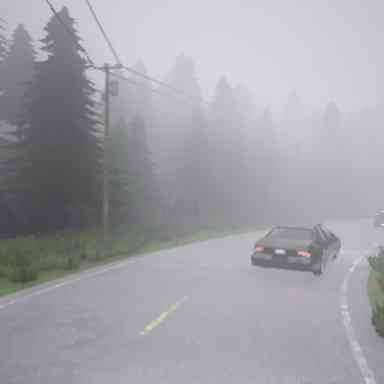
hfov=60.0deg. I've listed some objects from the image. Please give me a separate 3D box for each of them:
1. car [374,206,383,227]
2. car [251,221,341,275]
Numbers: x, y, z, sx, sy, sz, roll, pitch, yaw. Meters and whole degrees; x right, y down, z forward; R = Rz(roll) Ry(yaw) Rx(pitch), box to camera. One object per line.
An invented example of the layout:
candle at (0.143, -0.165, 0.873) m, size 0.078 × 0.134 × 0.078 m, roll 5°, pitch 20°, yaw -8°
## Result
car at (15.798, 1.763, 25.582) m, size 4.553 × 1.767 × 2.097 m, roll 1°, pitch -1°, yaw -44°
car at (3.657, 1.689, 11.085) m, size 2.033 × 1.411 × 5.357 m, roll 0°, pitch -1°, yaw 31°
